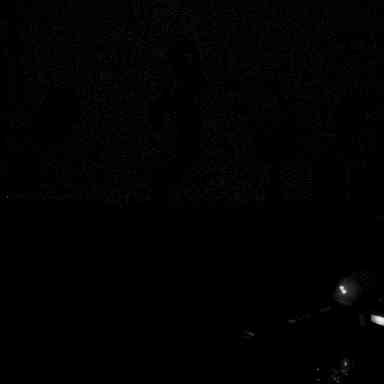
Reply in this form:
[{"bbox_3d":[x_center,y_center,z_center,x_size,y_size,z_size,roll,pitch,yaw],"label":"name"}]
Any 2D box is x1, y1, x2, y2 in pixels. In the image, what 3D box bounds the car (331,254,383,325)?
[{"bbox_3d":[5.077,1.611,6.654,5.357,1.411,2.033,1,0,-35],"label":"car"}]
